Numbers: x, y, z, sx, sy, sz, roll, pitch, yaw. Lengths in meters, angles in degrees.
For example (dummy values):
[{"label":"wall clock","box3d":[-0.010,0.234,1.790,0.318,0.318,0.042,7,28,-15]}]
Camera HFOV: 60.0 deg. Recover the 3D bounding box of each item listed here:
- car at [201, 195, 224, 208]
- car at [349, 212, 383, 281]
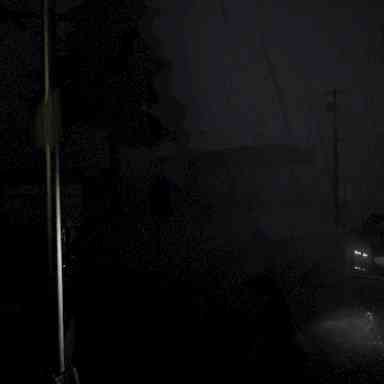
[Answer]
[{"label":"car","box3d":[2.567,1.147,41.569,1.845,1.501,3.633,-1,0,32]},{"label":"car","box3d":[5.517,1.345,9.022,2.128,1.511,4.902,-1,1,32]}]
